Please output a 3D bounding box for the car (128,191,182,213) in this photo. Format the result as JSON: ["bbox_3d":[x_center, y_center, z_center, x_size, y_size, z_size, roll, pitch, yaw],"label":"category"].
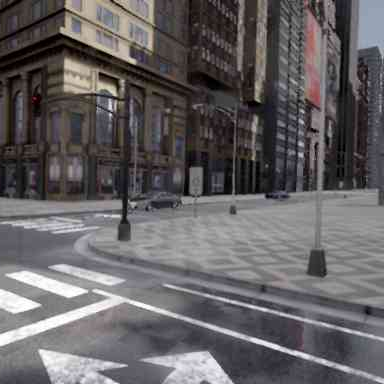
[{"bbox_3d":[-2.753,0.708,25.349,2.128,1.511,4.902,2,2,36],"label":"car"}]

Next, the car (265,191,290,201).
[{"bbox_3d":[11.644,0.490,45.392,1.895,1.301,4.718,2,2,36],"label":"car"}]
